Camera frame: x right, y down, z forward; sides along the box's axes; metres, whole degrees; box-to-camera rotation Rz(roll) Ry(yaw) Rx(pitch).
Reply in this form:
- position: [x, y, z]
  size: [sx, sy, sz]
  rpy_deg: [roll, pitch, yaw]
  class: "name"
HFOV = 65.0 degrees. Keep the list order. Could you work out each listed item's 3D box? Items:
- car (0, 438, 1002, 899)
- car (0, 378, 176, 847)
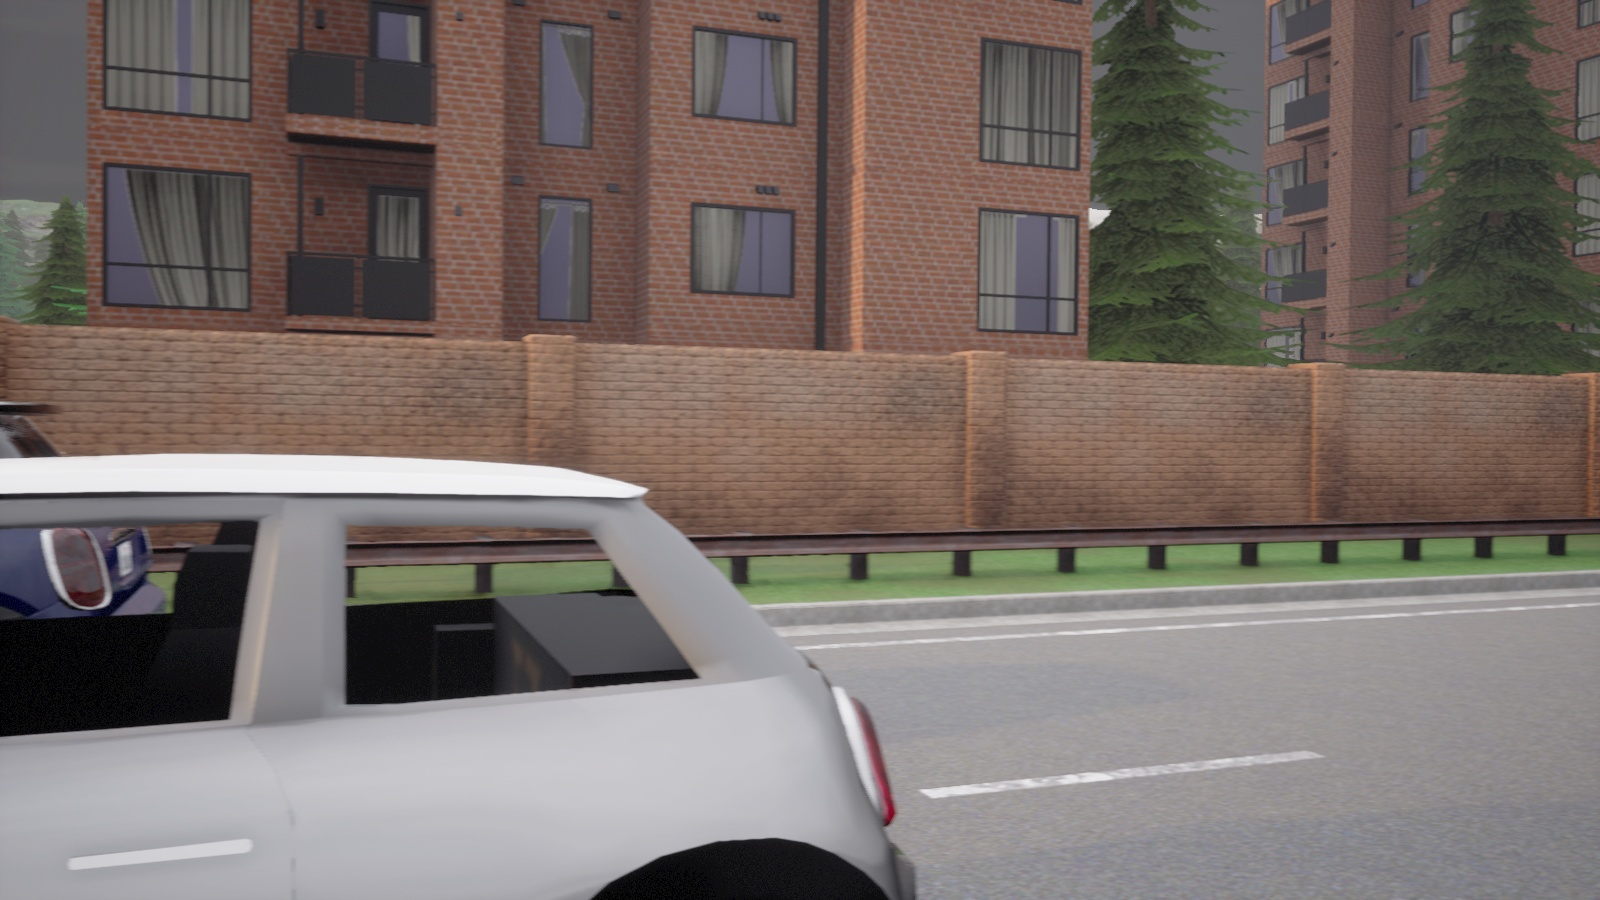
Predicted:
- position: [-1.755, 0.740, 2.573]
  size: [3.806, 1.475, 1.970]
  rpy_deg: [-1, 1, -21]
  class: "car"
- position: [-5.157, 0.630, 5.023]
  size: [4.553, 1.767, 2.097]
  rpy_deg: [-1, 1, -21]
  class: "car"
